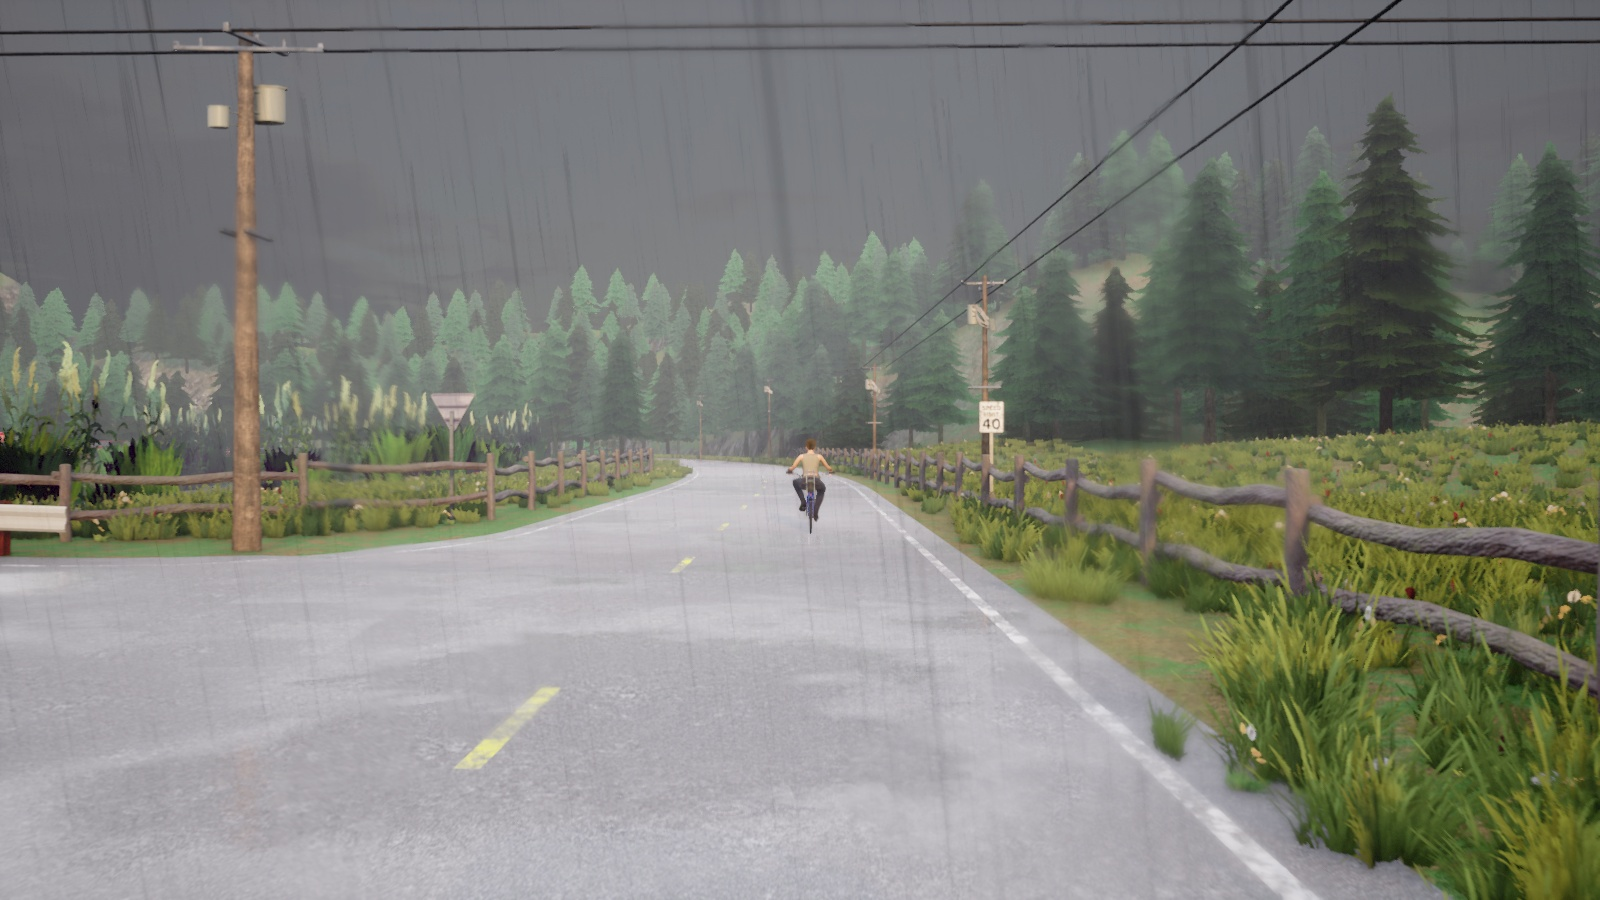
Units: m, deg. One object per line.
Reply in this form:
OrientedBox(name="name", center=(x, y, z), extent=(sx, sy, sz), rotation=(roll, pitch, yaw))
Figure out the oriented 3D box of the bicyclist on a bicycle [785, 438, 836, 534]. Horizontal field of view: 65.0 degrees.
OrientedBox(name="bicyclist on a bicycle", center=(0.182, 0.604, 21.906), extent=(0.866, 1.612, 1.509), rotation=(0, 0, 0))
